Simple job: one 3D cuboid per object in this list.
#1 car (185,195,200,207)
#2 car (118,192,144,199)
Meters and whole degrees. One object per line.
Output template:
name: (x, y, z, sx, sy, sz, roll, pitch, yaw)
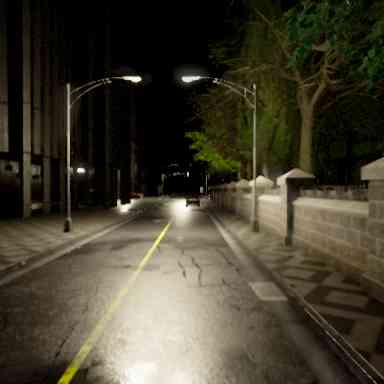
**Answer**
car: (0.106, 1.197, 45.598, 2.128, 1.511, 4.902, 0, 0, 0)
car: (-14.872, 0.979, 80.681, 5.009, 1.841, 2.192, -1, 1, 0)
